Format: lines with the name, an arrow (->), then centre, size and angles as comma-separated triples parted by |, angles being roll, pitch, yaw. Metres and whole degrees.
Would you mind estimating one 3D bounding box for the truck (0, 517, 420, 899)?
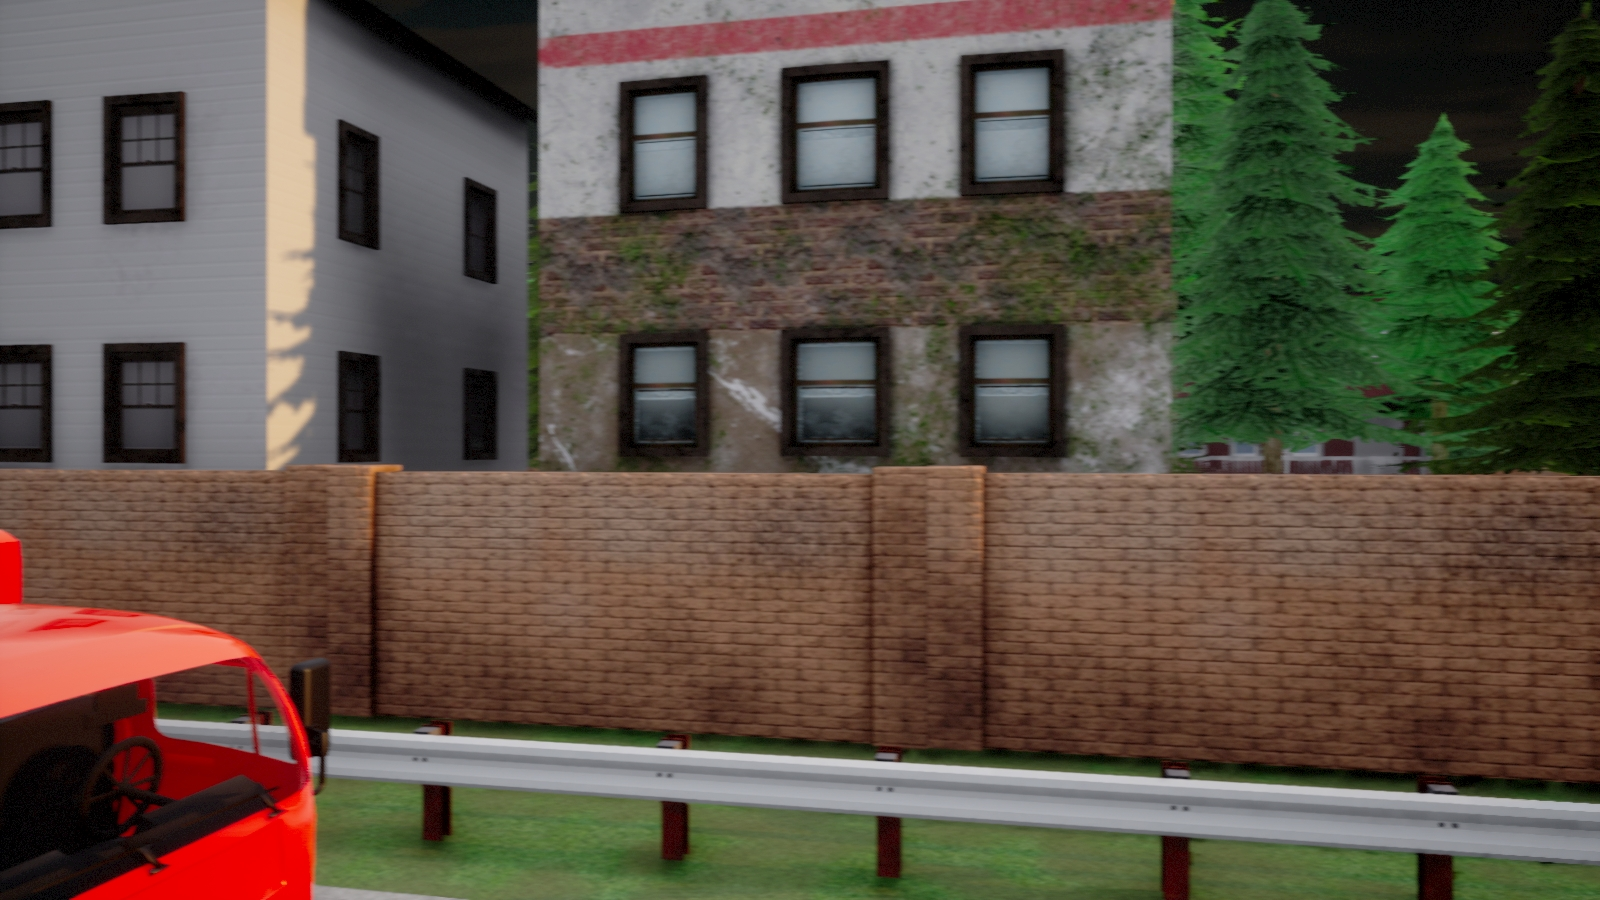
truck -> -4.504, 1.558, 4.308 | 5.204, 2.467, 2.627 | 0, 0, 12
